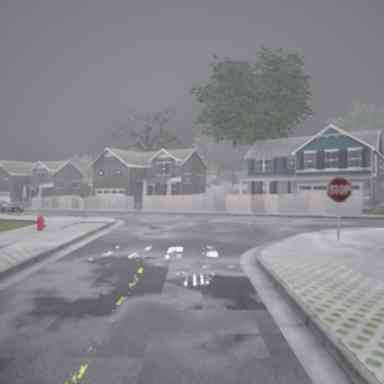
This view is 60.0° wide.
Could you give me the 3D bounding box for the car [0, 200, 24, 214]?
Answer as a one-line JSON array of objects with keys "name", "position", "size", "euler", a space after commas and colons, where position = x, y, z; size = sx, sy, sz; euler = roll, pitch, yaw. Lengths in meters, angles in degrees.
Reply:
[{"name": "car", "position": [-18.691, 1.521, 33.167], "size": [4.181, 1.385, 1.994], "euler": [-1, 0, 31]}]
